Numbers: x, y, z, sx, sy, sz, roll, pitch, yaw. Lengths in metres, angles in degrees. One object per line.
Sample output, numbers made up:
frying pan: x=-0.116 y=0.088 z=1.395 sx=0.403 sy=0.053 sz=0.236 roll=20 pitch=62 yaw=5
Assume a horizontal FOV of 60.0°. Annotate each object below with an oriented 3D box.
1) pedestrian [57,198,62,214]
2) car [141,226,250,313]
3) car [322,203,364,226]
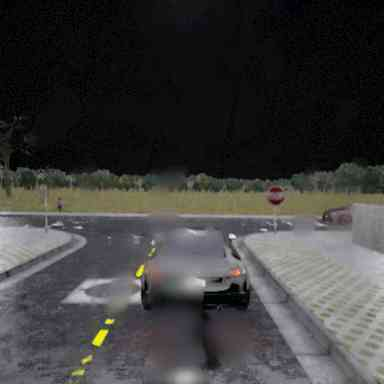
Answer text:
pedestrian: x=-9.719 y=0.655 z=24.434 sx=0.375 sy=1.860 sz=0.375 roll=0 pitch=0 yaw=0
car: x=0.087 y=1.456 z=7.532 sx=1.994 sy=1.385 sz=4.181 roll=0 pitch=1 yaw=1
car: x=10.762 y=1.420 z=21.707 sx=4.181 sy=1.385 sz=1.994 roll=1 pitch=1 yaw=-1
